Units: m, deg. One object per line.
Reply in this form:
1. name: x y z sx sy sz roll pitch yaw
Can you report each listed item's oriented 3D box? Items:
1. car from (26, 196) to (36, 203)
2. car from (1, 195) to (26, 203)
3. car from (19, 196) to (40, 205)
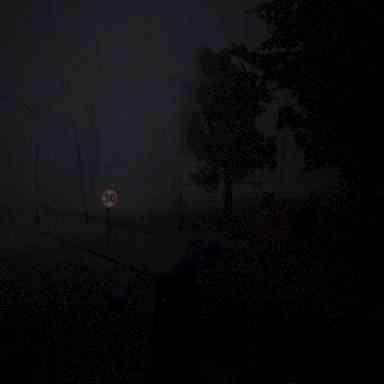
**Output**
1. car: -30.368 1.452 62.112 1.853 1.218 4.536 0 0 -7
2. car: -32.809 1.369 60.744 3.633 1.501 1.845 0 0 -26
3. car: -30.375 1.609 62.164 2.038 1.542 4.974 0 0 -7
